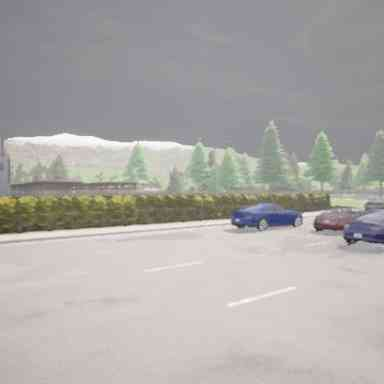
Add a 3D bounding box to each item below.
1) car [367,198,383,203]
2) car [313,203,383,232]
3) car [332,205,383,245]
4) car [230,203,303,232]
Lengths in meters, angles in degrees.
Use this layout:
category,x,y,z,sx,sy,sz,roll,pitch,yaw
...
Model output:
category,x,y,z,sx,sy,sz,roll,pitch,yaw
car,17.705,1.352,31.274,2.128,1.511,4.902,0,0,43
car,8.655,1.488,18.515,4.181,1.385,1.994,0,0,-35
car,8.097,1.463,13.829,4.674,1.442,1.812,0,0,-36
car,4.547,1.413,19.886,5.008,1.535,1.882,0,0,-35
